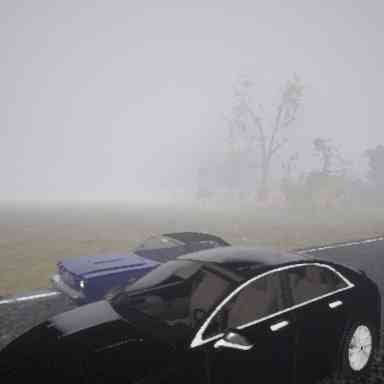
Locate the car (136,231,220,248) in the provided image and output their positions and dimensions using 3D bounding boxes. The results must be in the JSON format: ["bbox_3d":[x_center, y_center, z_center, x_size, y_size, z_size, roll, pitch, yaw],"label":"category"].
[{"bbox_3d":[-0.484,1.604,7.328,4.718,1.301,1.895,0,0,-35],"label":"car"}]

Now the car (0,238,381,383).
[{"bbox_3d":[0.389,1.507,3.960,4.892,1.490,1.837,0,0,-35],"label":"car"}]
